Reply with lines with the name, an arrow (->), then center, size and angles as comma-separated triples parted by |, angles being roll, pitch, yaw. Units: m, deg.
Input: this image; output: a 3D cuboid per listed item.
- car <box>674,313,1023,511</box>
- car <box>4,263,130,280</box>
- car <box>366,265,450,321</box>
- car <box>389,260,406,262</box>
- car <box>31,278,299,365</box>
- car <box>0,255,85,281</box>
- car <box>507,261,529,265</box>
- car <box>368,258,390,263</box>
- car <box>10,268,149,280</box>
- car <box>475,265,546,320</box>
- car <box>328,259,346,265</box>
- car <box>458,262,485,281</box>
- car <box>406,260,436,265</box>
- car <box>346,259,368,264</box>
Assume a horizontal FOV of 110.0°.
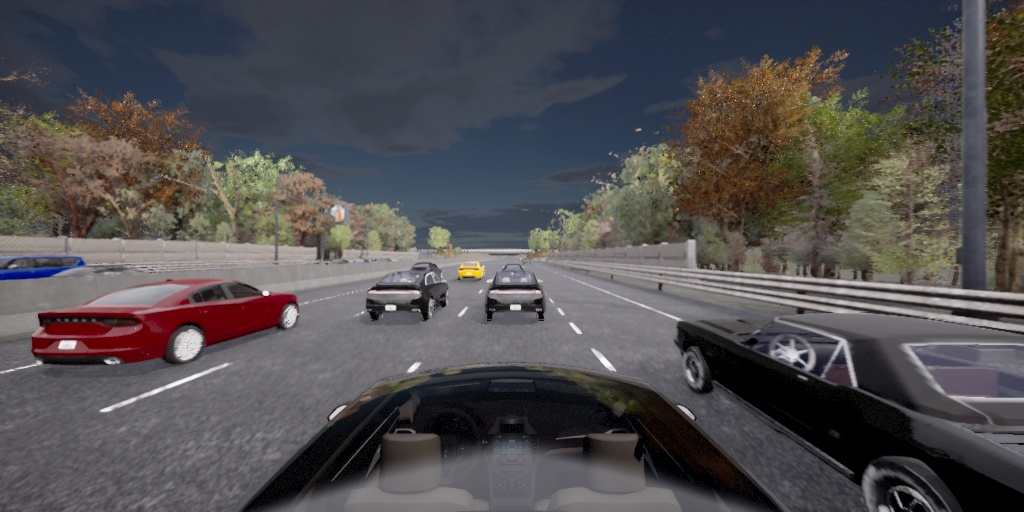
car -> 3.435, 1.233, 3.589 | 1.895, 1.301, 4.718 | 0, 0, 2
car -> -21.098, 1.253, 18.054 | 1.837, 1.490, 4.892 | 0, 0, 0
car -> -3.399, 1.239, 12.477 | 2.128, 1.511, 4.902 | 0, 0, 0
car -> -17.539, 1.330, 57.343 | 1.994, 1.385, 4.181 | 0, 0, 1
car -> -6.897, 1.226, 8.038 | 1.882, 1.535, 5.008 | 0, 0, 0
car -> -24.598, 0.970, 17.719 | 2.150, 2.045, 5.566 | 0, 0, 0
car -> 0.105, 1.316, 29.606 | 1.994, 1.385, 4.181 | 0, 0, 0
car -> -21.037, 1.119, 58.331 | 2.097, 1.767, 4.553 | 0, 0, 1
car -> -17.598, 1.349, 15.669 | 1.895, 1.301, 4.718 | 0, 0, 0
car -> 0.101, 1.239, 12.551 | 2.128, 1.511, 4.902 | 0, 0, 0
car -> -28.017, 1.270, 58.342 | 1.837, 1.490, 4.892 | 0, 0, 1
car -> -3.396, 1.230, 30.545 | 1.882, 1.535, 5.008 | 0, 0, 0
car -> -6.897, 1.257, 28.973 | 1.837, 1.490, 4.892 | 0, 0, 0
car -> -24.532, 1.293, 58.233 | 1.812, 1.442, 4.674 | 0, 0, 1
